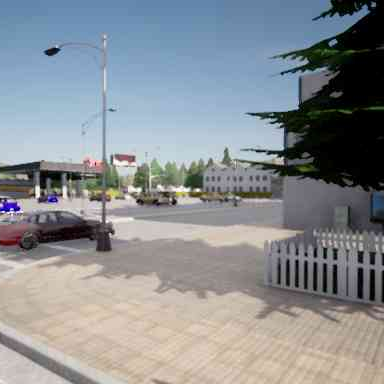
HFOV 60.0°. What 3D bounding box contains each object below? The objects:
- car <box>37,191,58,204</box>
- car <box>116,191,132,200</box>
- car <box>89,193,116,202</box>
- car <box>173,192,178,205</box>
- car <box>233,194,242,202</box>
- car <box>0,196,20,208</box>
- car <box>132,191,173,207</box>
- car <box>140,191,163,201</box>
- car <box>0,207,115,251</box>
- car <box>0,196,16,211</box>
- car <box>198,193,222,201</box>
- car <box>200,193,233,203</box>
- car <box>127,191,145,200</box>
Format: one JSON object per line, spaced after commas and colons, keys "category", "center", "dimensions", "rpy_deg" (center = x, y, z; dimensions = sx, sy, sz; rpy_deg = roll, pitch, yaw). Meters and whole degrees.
{"category": "car", "center": [-22.302, 1.044, 51.272], "dimensions": [3.633, 1.501, 1.845], "rpy_deg": [0, 0, 36]}
{"category": "car", "center": [-15.339, 1.043, 73.932], "dimensions": [3.806, 1.475, 1.970], "rpy_deg": [0, 0, 36]}
{"category": "car", "center": [-16.380, 1.024, 59.321], "dimensions": [4.514, 1.523, 2.007], "rpy_deg": [0, 0, 36]}
{"category": "car", "center": [-3.807, 0.907, 45.850], "dimensions": [3.866, 1.878, 1.905], "rpy_deg": [0, 0, 36]}
{"category": "car", "center": [7.251, 1.063, 61.564], "dimensions": [3.806, 1.475, 1.970], "rpy_deg": [0, 0, 36]}
{"category": "car", "center": [-16.248, 1.203, 28.326], "dimensions": [3.633, 1.501, 1.845], "rpy_deg": [0, 0, 36]}
{"category": "car", "center": [-5.186, 0.930, 43.259], "dimensions": [4.605, 1.855, 1.932], "rpy_deg": [0, 0, 36]}
{"category": "car", "center": [-8.464, 0.829, 68.966], "dimensions": [4.605, 1.855, 1.932], "rpy_deg": [0, 0, 36]}
{"category": "car", "center": [-5.843, 1.460, 13.841], "dimensions": [2.033, 1.411, 5.357], "rpy_deg": [0, 0, 38]}
{"category": "car", "center": [-20.488, 1.171, 35.106], "dimensions": [3.806, 1.475, 1.970], "rpy_deg": [0, 0, 36]}
{"category": "car", "center": [3.713, 1.088, 68.676], "dimensions": [4.514, 1.523, 2.007], "rpy_deg": [0, 0, 36]}
{"category": "car", "center": [3.731, 0.985, 56.188], "dimensions": [5.027, 1.636, 2.152], "rpy_deg": [0, 0, 36]}
{"category": "car", "center": [-12.885, 0.763, 76.257], "dimensions": [3.866, 1.878, 1.905], "rpy_deg": [0, 0, 36]}
